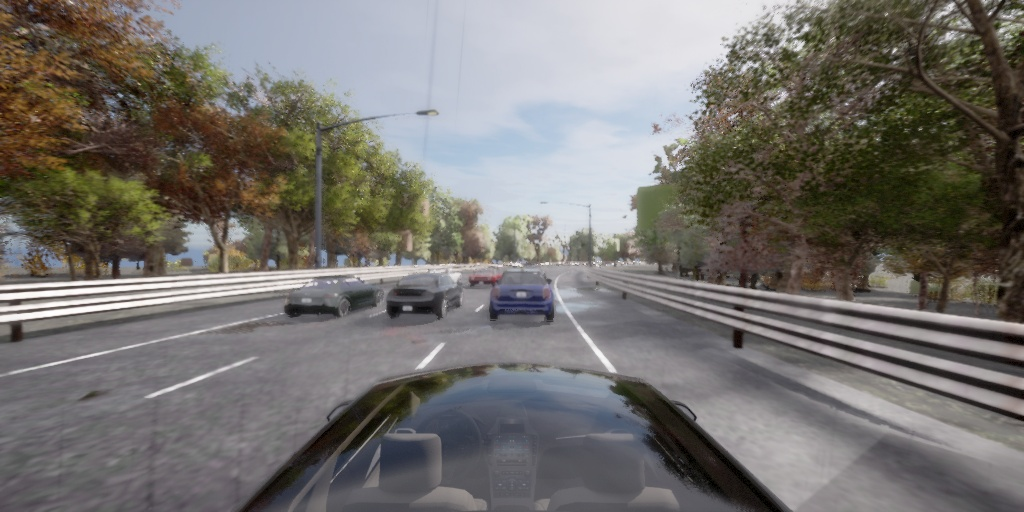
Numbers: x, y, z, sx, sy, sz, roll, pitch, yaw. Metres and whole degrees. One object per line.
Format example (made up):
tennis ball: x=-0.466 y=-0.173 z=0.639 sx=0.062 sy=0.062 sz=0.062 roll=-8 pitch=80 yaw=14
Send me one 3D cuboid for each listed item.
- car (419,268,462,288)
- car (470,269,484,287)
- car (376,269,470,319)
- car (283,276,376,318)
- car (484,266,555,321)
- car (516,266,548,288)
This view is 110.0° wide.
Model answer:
car: x=-5.383 y=1.628 z=27.821 sx=1.895 sy=1.301 sz=4.718 roll=0 pitch=-1 yaw=7
car: x=-1.898 y=1.636 z=27.487 sx=1.895 sy=1.301 sz=4.718 roll=0 pitch=-1 yaw=7
car: x=-3.067 y=1.385 z=13.484 sx=1.837 sy=1.490 sz=4.892 roll=0 pitch=0 yaw=4
car: x=-6.559 y=1.439 z=13.690 sx=1.994 sy=1.385 sz=4.181 roll=0 pitch=0 yaw=4
car: x=0.424 y=1.233 z=13.199 sx=2.097 sy=1.767 sz=4.553 roll=0 pitch=-1 yaw=4
car: x=1.664 y=1.543 z=27.734 sx=2.128 sy=1.511 sz=4.902 roll=0 pitch=-1 yaw=7
